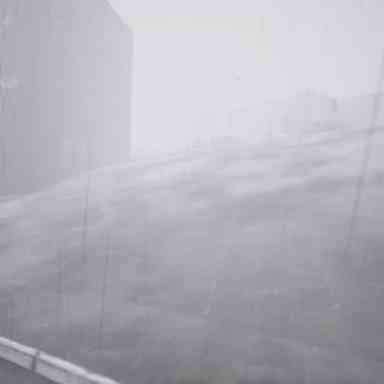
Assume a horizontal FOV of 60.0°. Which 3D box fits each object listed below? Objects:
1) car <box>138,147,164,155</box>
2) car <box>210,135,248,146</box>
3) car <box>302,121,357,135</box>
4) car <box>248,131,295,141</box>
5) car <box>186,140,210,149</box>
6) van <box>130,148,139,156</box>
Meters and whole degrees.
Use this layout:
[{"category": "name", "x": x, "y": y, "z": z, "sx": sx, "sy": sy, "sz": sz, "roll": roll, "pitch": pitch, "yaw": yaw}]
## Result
[{"category": "car", "x": -5.417, "y": -5.662, "z": 49.008, "sx": 2.231, "sy": 1.521, "sz": 4.892, "roll": 0, "pitch": 2, "yaw": -37}, {"category": "car", "x": 4.511, "y": -5.284, "z": 35.787, "sx": 2.185, "sy": 1.767, "sz": 4.553, "roll": 0, "pitch": 2, "yaw": -37}, {"category": "car", "x": 11.214, "y": -4.928, "z": 26.859, "sx": 2.185, "sy": 1.767, "sz": 4.553, "roll": 0, "pitch": 2, "yaw": -37}, {"category": "car", "x": 7.914, "y": -4.938, "z": 31.254, "sx": 2.002, "sy": 1.452, "sz": 4.674, "roll": 0, "pitch": 2, "yaw": -37}, {"category": "car", "x": 1.198, "y": -5.456, "z": 40.200, "sx": 2.185, "sy": 1.767, "sz": 4.553, "roll": 0, "pitch": 2, "yaw": -37}, {"category": "van", "x": -8.651, "y": -6.044, "z": 53.319, "sx": 1.878, "sy": 1.987, "sz": 4.442, "roll": 0, "pitch": 1, "yaw": -37}]
